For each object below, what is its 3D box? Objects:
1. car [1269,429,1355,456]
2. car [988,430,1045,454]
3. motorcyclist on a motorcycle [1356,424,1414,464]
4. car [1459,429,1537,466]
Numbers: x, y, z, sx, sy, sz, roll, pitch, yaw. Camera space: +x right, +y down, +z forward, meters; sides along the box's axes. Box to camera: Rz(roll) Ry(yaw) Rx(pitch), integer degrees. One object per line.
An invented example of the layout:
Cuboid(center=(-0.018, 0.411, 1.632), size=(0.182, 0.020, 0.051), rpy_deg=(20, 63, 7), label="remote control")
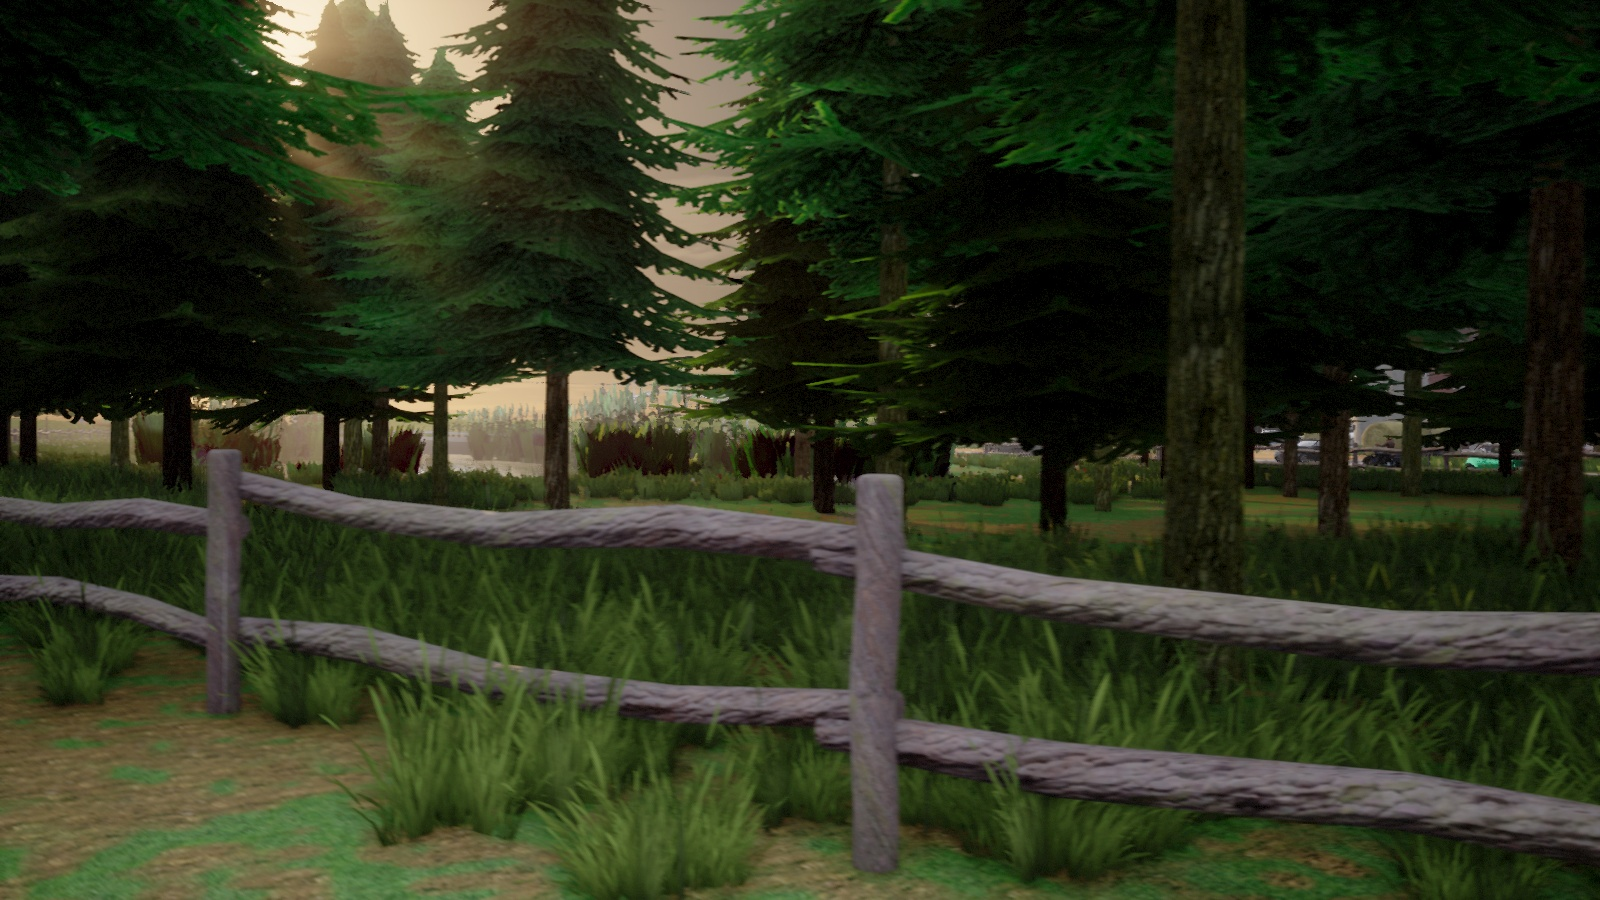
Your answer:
Cuboid(center=(29.279, -0.438, 71.862), size=(4.674, 1.442, 1.812), rpy_deg=(-1, 1, -24), label="car")
Cuboid(center=(14.058, -0.528, 81.556), size=(1.970, 1.475, 3.806), rpy_deg=(-1, 1, -21), label="car")
Cuboid(center=(24.869, -0.269, 53.441), size=(0.766, 1.649, 2.350), rpy_deg=(-1, 1, -21), label="motorcyclist on a motorcycle")
Cuboid(center=(26.844, -0.114, 48.342), size=(1.481, 1.376, 2.207), rpy_deg=(-1, 1, -21), label="car")
